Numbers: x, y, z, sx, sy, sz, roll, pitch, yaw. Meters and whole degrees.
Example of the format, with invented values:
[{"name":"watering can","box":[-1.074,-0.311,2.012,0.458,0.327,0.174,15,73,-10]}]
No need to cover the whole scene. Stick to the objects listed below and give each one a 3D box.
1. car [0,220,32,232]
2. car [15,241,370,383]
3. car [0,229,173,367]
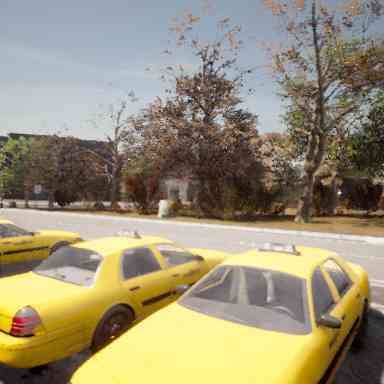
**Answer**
[{"name":"car","box":[-5.584,1.412,9.346,1.946,1.575,5.366,0,0,35]},{"name":"car","box":[0.984,1.463,4.216,1.946,1.575,5.366,1,0,35]},{"name":"car","box":[-0.963,1.444,6.056,1.946,1.575,5.366,0,0,35]}]
